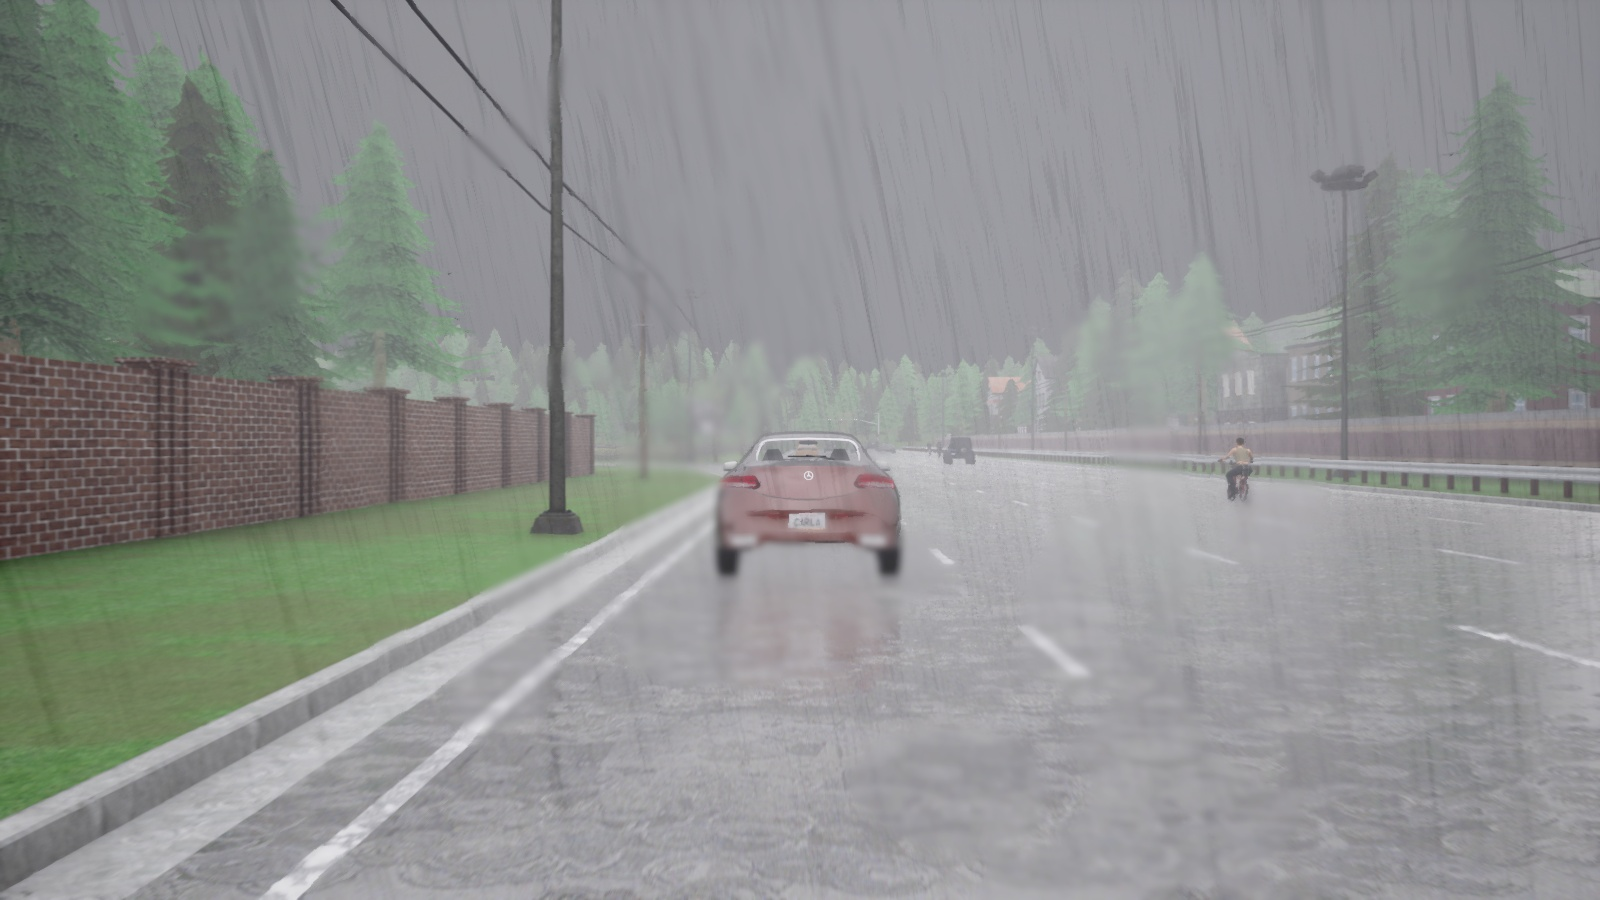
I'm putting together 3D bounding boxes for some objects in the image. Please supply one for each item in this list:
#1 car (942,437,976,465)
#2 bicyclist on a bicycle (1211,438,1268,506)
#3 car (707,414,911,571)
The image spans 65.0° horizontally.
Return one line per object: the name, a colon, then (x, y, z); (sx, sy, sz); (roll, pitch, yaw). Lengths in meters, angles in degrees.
car: (11.013, 0.060, 87.122); (1.905, 1.878, 3.866); (0, 0, 0)
bicyclist on a bicycle: (10.685, 0.519, 30.571); (0.866, 1.612, 1.509); (0, 0, 1)
car: (0.106, 0.436, 15.763); (2.152, 1.651, 5.027); (0, 0, 0)
